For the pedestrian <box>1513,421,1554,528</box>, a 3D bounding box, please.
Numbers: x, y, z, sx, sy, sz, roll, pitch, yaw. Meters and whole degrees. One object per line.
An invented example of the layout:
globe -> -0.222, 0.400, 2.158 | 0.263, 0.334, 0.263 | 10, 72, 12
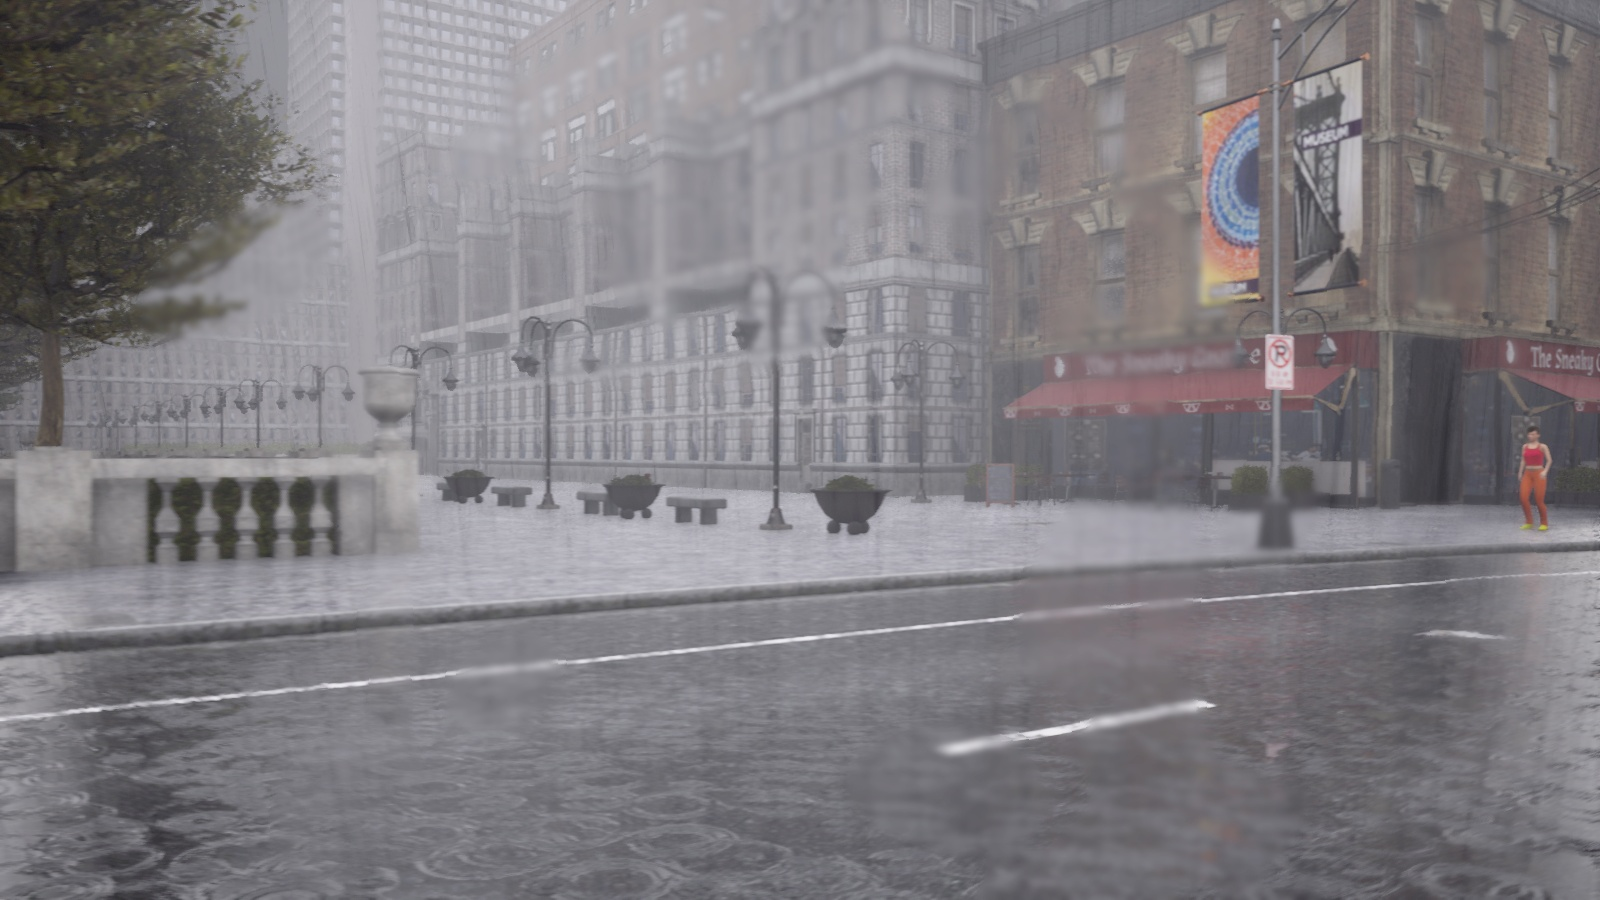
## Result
pedestrian -> 12.763, 0.428, 21.859 | 0.594, 1.836, 0.345 | 0, 0, -28
